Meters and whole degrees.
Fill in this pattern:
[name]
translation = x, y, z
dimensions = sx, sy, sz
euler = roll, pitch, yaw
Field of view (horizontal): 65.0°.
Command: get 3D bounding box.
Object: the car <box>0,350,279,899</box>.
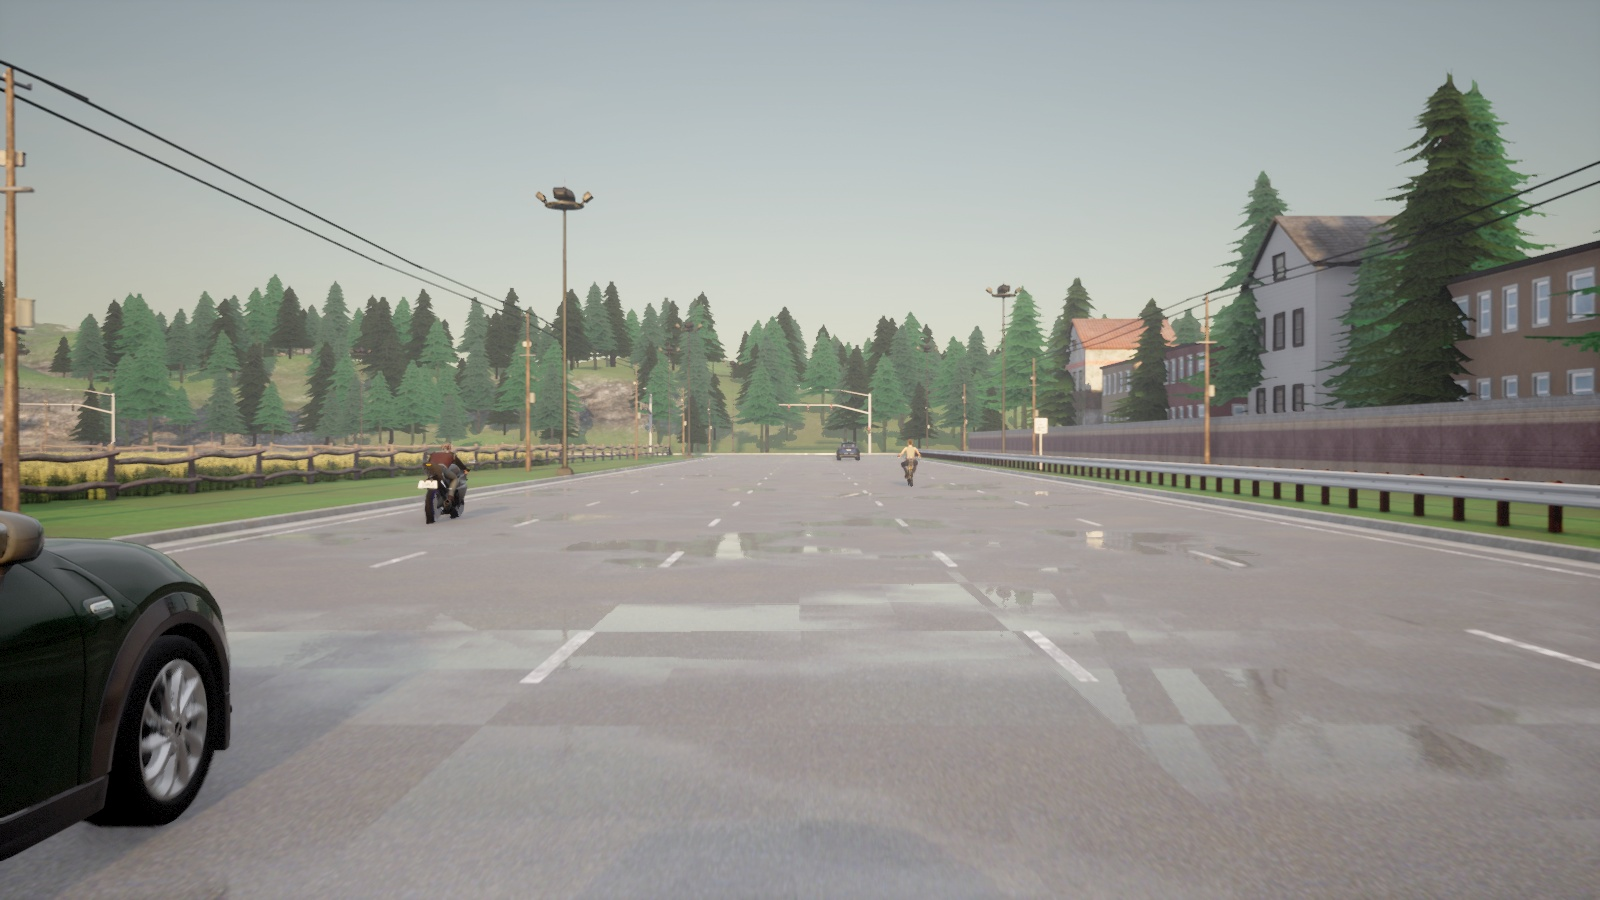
[car]
translation = -3.464, 0.582, 3.520
dimensions = 2.097, 1.767, 4.553
euler = 0, 0, 0

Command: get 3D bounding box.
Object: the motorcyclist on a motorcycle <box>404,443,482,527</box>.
[motorcyclist on a motorcycle]
translation = -6.847, 0.639, 24.221
dimensions = 0.866, 1.530, 2.191
euler = 0, 0, 0
